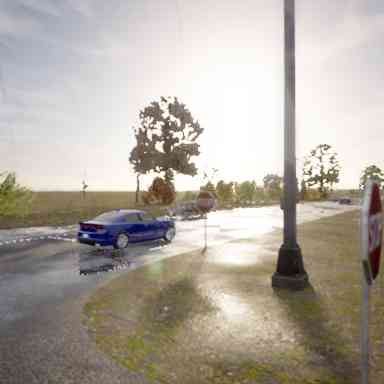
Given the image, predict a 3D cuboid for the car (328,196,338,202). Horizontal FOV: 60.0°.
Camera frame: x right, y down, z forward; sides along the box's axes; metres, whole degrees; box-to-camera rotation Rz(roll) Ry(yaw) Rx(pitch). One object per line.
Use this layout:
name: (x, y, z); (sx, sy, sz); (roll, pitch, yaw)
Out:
car: (35.119, 1.751, 82.430); (1.837, 1.490, 4.892); (0, 0, 34)

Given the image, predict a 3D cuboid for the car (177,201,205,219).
car: (-0.422, 1.628, 30.637); (2.128, 1.511, 4.902); (0, 0, 34)

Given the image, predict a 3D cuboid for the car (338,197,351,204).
car: (32.110, 1.710, 69.450); (1.882, 1.535, 5.008); (0, 0, 27)

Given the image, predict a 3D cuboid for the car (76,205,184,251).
car: (-2.715, 1.559, 14.907); (1.882, 1.535, 5.008); (0, 0, 34)
